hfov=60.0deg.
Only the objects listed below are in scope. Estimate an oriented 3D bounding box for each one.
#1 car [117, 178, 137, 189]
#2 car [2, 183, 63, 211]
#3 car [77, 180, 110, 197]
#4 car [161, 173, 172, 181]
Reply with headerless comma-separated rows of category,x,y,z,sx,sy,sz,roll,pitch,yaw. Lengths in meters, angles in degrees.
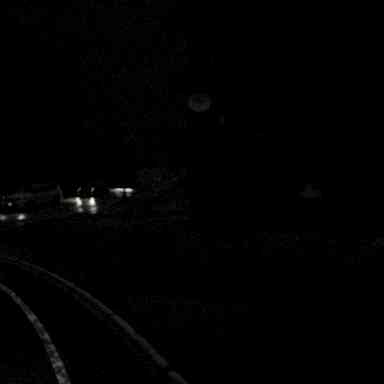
car,-9.457,-1.298,48.685,1.994,1.385,4.181,0,6,7
car,-13.628,0.348,28.811,2.150,2.045,5.566,0,6,15
car,-11.274,-0.483,38.310,2.097,1.767,4.553,0,6,12
car,-5.147,-3.126,67.103,1.882,1.535,5.008,0,5,-3
